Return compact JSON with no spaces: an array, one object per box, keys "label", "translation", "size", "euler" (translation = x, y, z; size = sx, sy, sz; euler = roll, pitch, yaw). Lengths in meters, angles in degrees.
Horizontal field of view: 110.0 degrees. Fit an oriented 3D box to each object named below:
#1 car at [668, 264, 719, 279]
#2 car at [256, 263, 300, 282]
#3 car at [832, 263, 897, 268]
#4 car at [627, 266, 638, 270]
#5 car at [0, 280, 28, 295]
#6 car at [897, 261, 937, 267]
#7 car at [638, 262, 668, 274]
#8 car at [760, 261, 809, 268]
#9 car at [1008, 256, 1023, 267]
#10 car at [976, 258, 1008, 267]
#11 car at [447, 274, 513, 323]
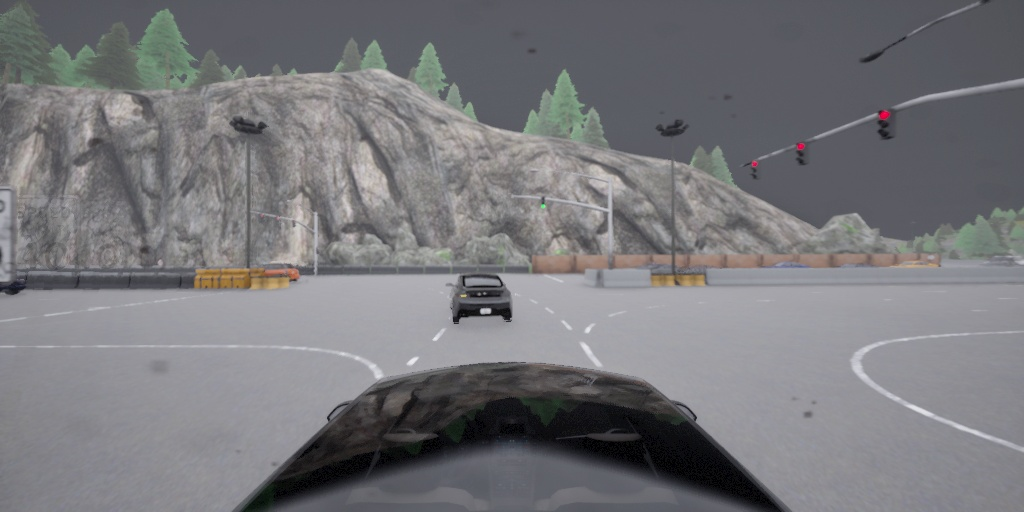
[{"label":"car","translation":[16.852,1.469,32.451],"size":[4.181,1.385,1.994],"euler":[0,0,-2]},{"label":"car","translation":[-20.939,1.427,30.789],"size":[4.553,1.767,2.097],"euler":[0,0,-1]},{"label":"car","translation":[31.603,1.386,33.082],"size":[5.357,1.411,2.033],"euler":[0,0,-2]},{"label":"car","translation":[14.985,1.460,39.374],"size":[4.902,1.511,2.128],"euler":[0,0,-2]},{"label":"car","translation":[-30.239,1.600,19.789],"size":[4.718,1.301,1.895],"euler":[0,0,-2]},{"label":"car","translation":[45.560,1.309,40.909],"size":[5.008,1.535,1.882],"euler":[0,0,-6]},{"label":"car","translation":[15.343,1.503,35.892],"size":[4.181,1.385,1.994],"euler":[0,0,-2]},{"label":"car","translation":[30.312,1.376,40.016],"size":[5.008,1.535,1.882],"euler":[0,0,-2]},{"label":"car","translation":[51.398,1.105,34.557],"size":[4.553,1.767,2.097],"euler":[0,0,-9]},{"label":"car","translation":[51.854,1.287,38.189],"size":[4.892,1.490,1.837],"euler":[0,0,-11]},{"label":"car","translation":[-1.219,1.349,12.616],"size":[1.837,1.490,4.892],"euler":[0,-1,-11]}]
